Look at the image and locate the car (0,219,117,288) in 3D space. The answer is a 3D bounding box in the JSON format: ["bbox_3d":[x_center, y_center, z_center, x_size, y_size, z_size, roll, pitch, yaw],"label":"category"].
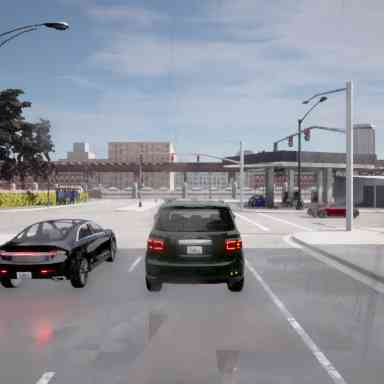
[{"bbox_3d":[-3.431,1.492,9.238,2.128,1.511,4.902,0,0,0],"label":"car"}]

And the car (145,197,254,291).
[{"bbox_3d":[0.073,1.221,9.153,2.150,2.045,5.566,0,0,0],"label":"car"}]

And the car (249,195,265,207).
[{"bbox_3d":[9.649,1.295,49.338,2.242,1.667,4.611,0,0,0],"label":"car"}]

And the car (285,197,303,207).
[{"bbox_3d":[15.393,1.456,50.107,1.970,1.475,3.806,0,0,0],"label":"car"}]

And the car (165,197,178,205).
[{"bbox_3d":[-3.476,1.564,57.849,1.994,1.385,4.181,0,0,0],"label":"car"}]

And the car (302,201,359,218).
[{"bbox_3d":[12.351,1.564,29.210,4.181,1.385,1.994,0,0,-1],"label":"car"}]
